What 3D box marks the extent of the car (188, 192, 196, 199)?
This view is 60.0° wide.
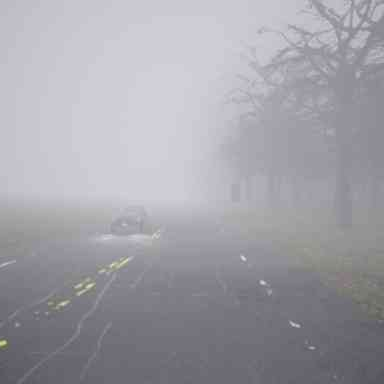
[{"bbox_3d":[-0.026,1.105,89.677,1.994,1.385,4.181,0,1,0],"label":"car"}]

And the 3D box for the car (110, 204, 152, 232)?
[{"bbox_3d":[-3.553,1.480,20.101,1.812,1.442,4.674,0,0,1],"label":"car"}]
